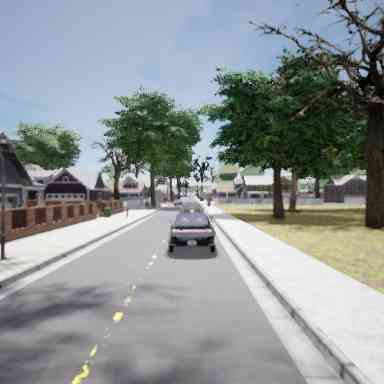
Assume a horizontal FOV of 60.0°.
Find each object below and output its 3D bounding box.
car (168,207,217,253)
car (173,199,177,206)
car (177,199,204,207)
[{"bbox_3d":[0.009,1.626,14.287,2.128,1.511,4.902,0,0,0],"label":"car"},{"bbox_3d":[-2.724,2.172,67.860,2.033,1.411,5.357,0,-1,0],"label":"car"},{"bbox_3d":[0.013,1.620,29.065,2.097,1.767,4.553,0,-1,0],"label":"car"}]
